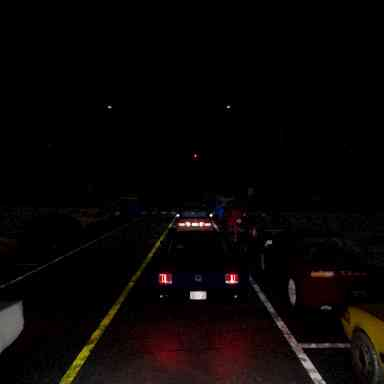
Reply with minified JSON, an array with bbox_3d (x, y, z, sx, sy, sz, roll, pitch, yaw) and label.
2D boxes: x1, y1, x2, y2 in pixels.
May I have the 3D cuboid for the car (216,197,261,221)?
[{"bbox_3d":[2.797,1.317,18.579,2.192,1.841,5.009,0,0,0],"label":"car"}]

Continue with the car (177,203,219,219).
[{"bbox_3d":[0.133,1.549,17.885,2.033,1.411,5.357,0,0,0],"label":"car"}]

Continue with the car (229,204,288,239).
[{"bbox_3d":[2.786,1.441,13.141,1.967,1.590,4.097,0,0,0],"label":"car"}]

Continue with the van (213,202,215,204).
[{"bbox_3d":[2.820,1.346,29.454,1.690,1.788,3.998,0,0,0],"label":"van"}]

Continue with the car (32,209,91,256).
[{"bbox_3d":[-5.739,1.567,13.159,1.947,1.339,4.313,0,0,0],"label":"car"}]

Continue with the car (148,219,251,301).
[{"bbox_3d":[0.117,1.601,8.294,1.895,1.301,4.718,0,0,0],"label":"car"}]

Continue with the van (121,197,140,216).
[{"bbox_3d":[-5.706,1.346,29.472,1.690,1.788,3.998,0,0,0],"label":"van"}]

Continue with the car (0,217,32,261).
[{"bbox_3d":[-5.750,1.525,7.552,1.752,1.417,4.829,0,0,0],"label":"car"}]

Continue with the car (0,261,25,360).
[{"bbox_3d":[-3.098,1.601,2.064,1.895,1.301,4.718,0,0,0],"label":"car"}]

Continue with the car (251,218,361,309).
[{"bbox_3d":[2.775,1.545,7.704,1.887,1.381,4.507,0,0,0],"label":"car"}]

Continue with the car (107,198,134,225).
[{"bbox_3d":[-5.717,1.443,24.034,1.967,1.590,4.097,0,0,0],"label":"car"}]

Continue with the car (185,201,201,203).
[{"bbox_3d":[0.053,1.482,27.712,1.882,1.535,5.008,0,0,0],"label":"car"}]

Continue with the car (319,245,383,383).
[{"bbox_3d":[2.765,1.525,2.436,1.752,1.417,4.829,0,0,0],"label":"car"}]

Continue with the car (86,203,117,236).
[{"bbox_3d":[-5.728,1.527,18.427,1.752,1.417,4.829,0,0,0],"label":"car"}]
